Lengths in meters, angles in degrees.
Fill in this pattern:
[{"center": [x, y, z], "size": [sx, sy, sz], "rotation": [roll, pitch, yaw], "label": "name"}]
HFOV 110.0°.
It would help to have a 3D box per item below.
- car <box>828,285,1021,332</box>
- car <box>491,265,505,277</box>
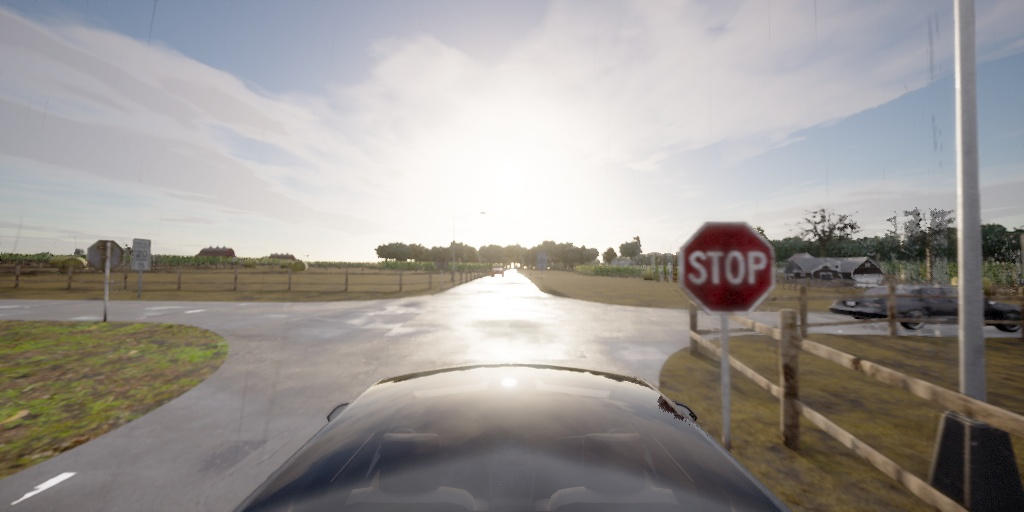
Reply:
[{"center": [13.976, 1.698, 12.114], "size": [5.357, 1.411, 2.033], "rotation": [1, -3, 1], "label": "car"}, {"center": [-2.485, 2.703, 64.089], "size": [2.150, 2.045, 5.566], "rotation": [0, -2, 0], "label": "car"}]
